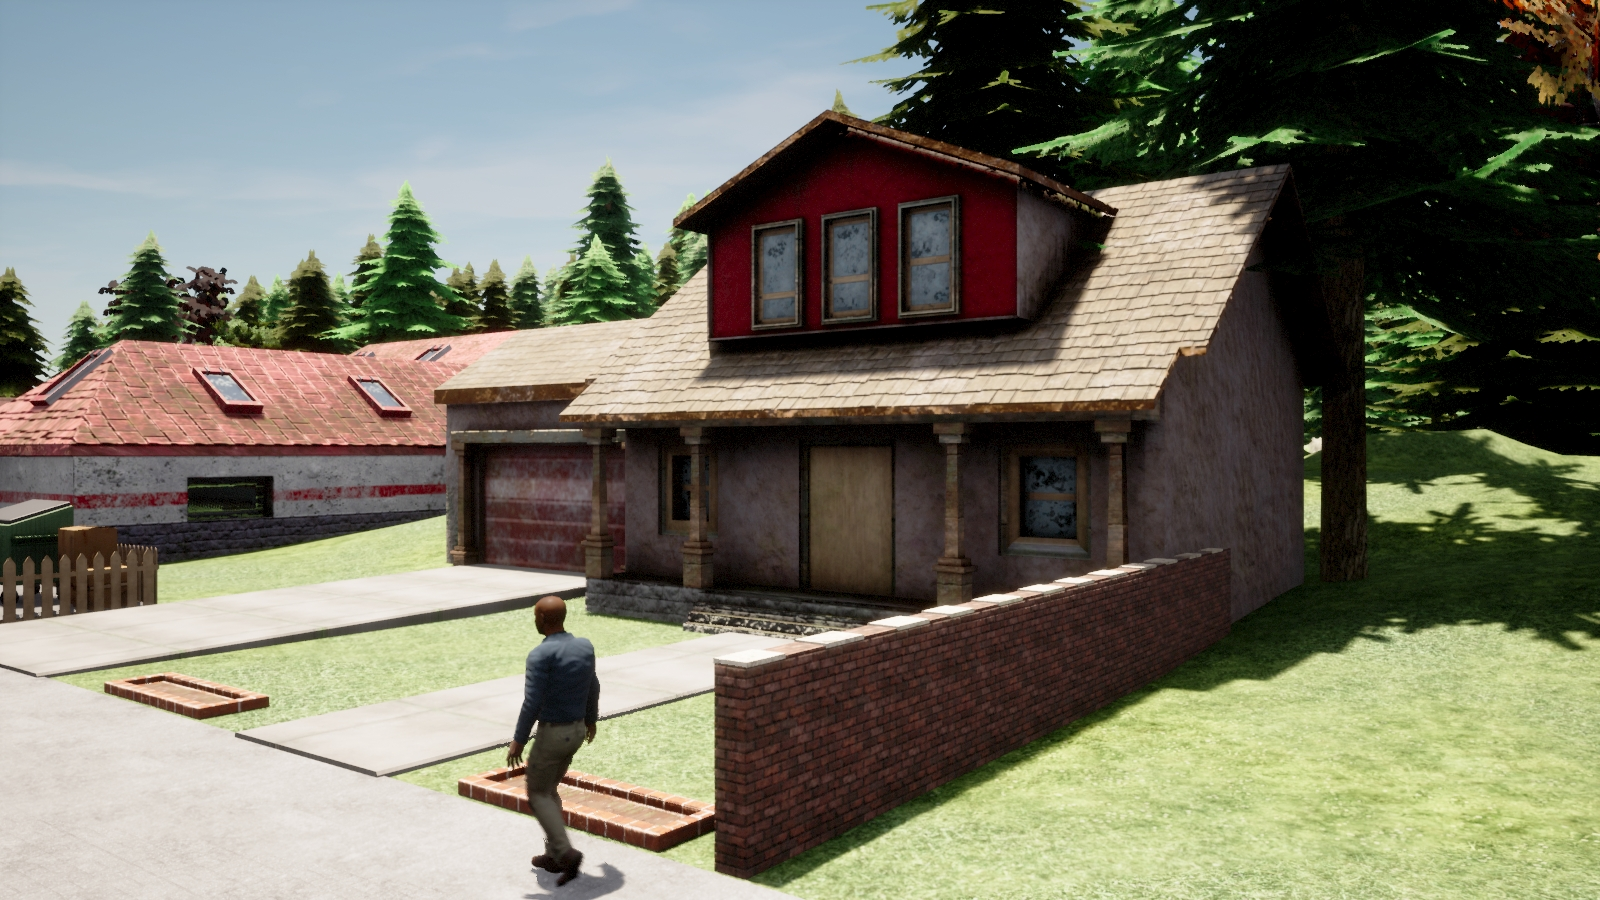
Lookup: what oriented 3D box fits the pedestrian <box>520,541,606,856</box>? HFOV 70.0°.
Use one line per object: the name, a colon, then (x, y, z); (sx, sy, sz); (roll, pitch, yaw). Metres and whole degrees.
pedestrian: (-1.485, 1.524, 7.169); (0.375, 1.860, 0.375); (0, 0, 37)
